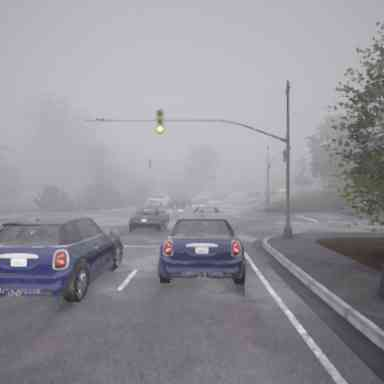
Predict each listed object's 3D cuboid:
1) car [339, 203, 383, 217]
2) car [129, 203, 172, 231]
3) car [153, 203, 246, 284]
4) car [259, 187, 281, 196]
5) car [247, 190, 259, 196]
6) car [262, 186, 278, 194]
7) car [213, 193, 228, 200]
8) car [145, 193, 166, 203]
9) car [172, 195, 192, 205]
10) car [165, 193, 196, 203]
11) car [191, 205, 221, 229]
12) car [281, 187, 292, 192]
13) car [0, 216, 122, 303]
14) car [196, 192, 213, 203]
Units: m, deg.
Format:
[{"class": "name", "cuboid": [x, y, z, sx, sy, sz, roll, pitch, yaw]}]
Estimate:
[{"class": "car", "cuboid": [16.284, 1.527, 30.921, 4.892, 1.490, 1.837, -1, 0, 3]}, {"class": "car", "cuboid": [-2.609, 1.617, 21.148, 1.994, 1.385, 4.181, 0, 0, 5]}, {"class": "car", "cuboid": [0.300, 1.377, 9.800, 2.097, 1.767, 4.553, 0, 0, 2]}, {"class": "car", "cuboid": [17.331, 0.136, 73.473, 2.128, 1.511, 4.902, 0, 3, 33]}, {"class": "car", "cuboid": [13.798, 0.199, 74.394, 1.812, 1.442, 4.674, 0, 3, 33]}, {"class": "car", "cuboid": [19.430, -0.527, 82.903, 2.128, 1.511, 4.902, 0, 3, 37]}, {"class": "car", "cuboid": [5.565, 0.924, 66.528, 1.895, 1.301, 4.718, 0, 3, 25]}, {"class": "car", "cuboid": [-4.947, 1.260, 48.840, 2.150, 2.045, 5.566, 0, 1, 15]}, {"class": "car", "cuboid": [-1.729, 1.356, 58.356, 1.994, 1.385, 4.181, 0, 2, 20]}, {"class": "car", "cuboid": [-1.539, 1.255, 48.021, 2.150, 2.045, 5.566, 0, 1, 16]}, {"class": "car", "cuboid": [1.081, 1.660, 23.356, 1.895, 1.301, 4.718, 0, 0, 5]}, {"class": "car", "cuboid": [23.035, -0.603, 81.898, 1.882, 1.535, 5.008, 0, 3, 37]}, {"class": "car", "cuboid": [-3.245, 1.371, 8.465, 2.097, 1.767, 4.553, 0, 0, 2]}, {"class": "car", "cuboid": [1.525, 1.317, 57.066, 1.812, 1.442, 4.674, 0, 2, 21]}]
